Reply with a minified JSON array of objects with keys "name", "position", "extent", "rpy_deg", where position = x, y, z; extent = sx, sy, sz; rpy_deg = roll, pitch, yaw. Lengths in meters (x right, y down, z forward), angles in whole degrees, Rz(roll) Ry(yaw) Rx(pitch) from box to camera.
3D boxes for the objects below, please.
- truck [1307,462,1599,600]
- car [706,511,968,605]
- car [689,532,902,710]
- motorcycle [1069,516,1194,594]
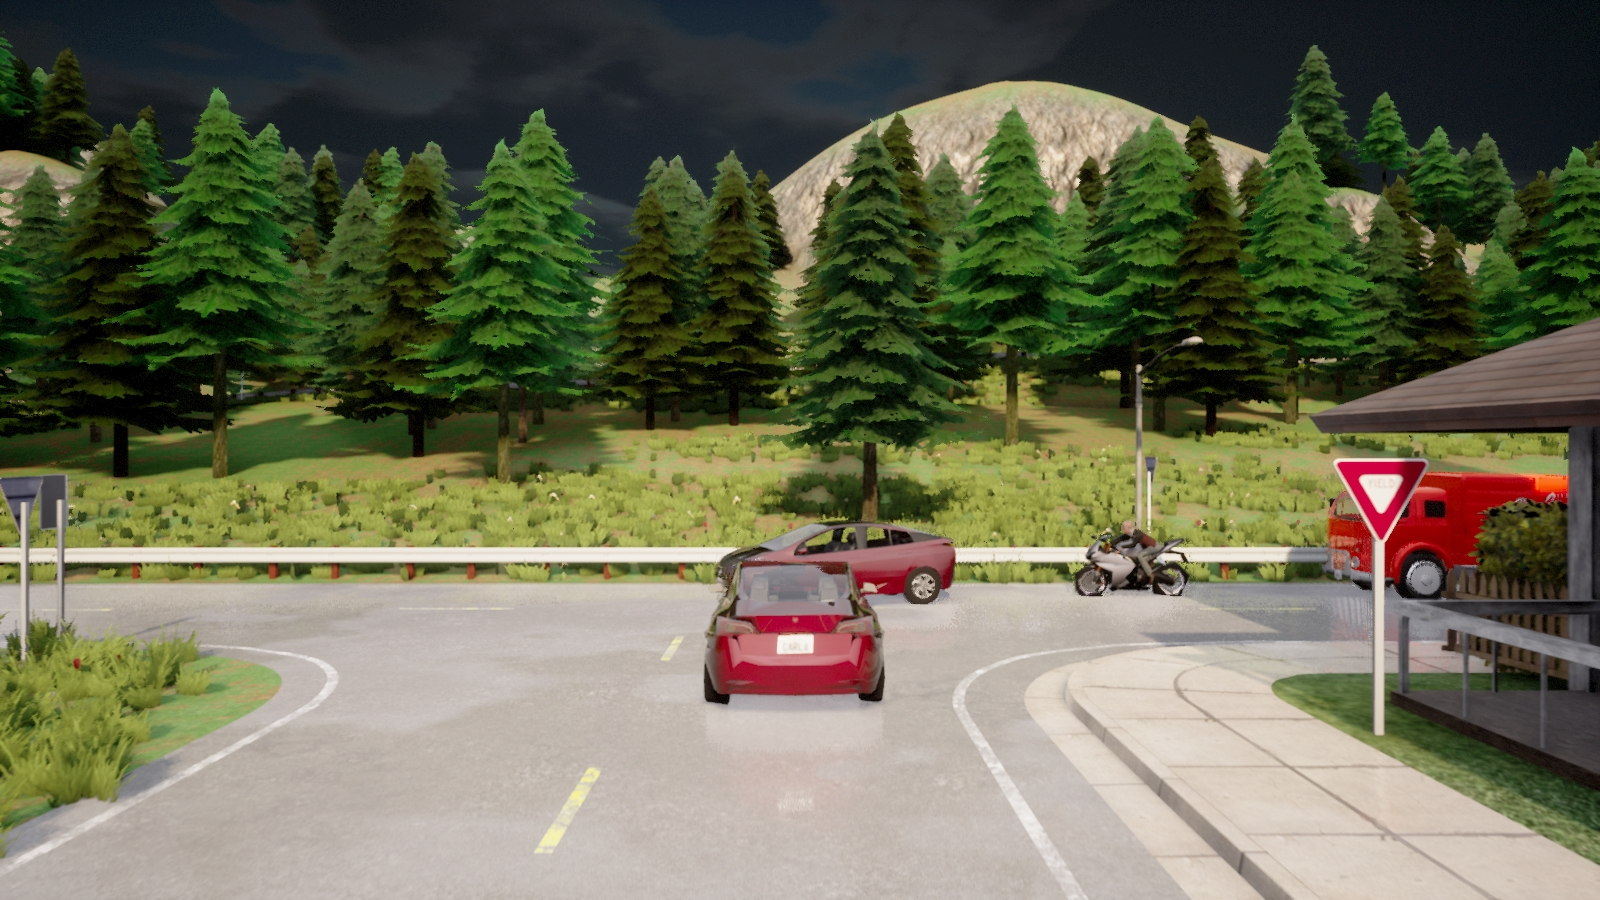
[{"name":"truck","position":[13.234,1.533,22.606],"extent":[5.204,2.467,2.627],"rpy_deg":[1,0,0]},{"name":"car","position":[0.671,1.961,21.487],"extent":[4.514,1.525,2.007],"rpy_deg":[1,-1,-18]},{"name":"car","position":[-0.078,1.905,13.985],"extent":[2.163,1.488,4.792],"rpy_deg":[0,0,-1]},{"name":"motorcycle","position":[6.532,2.054,22.569],"extent":[2.209,1.460,0.867],"rpy_deg":[0,0,0]}]
